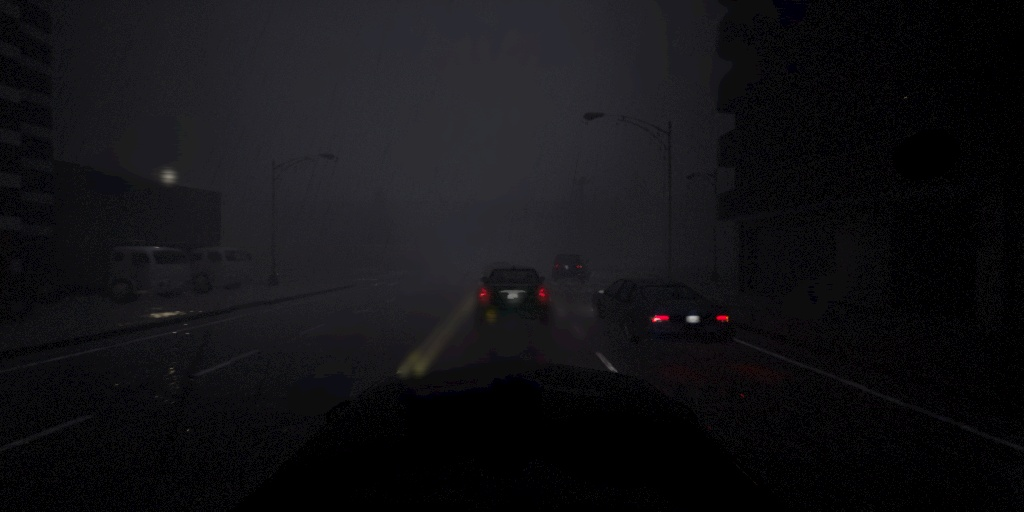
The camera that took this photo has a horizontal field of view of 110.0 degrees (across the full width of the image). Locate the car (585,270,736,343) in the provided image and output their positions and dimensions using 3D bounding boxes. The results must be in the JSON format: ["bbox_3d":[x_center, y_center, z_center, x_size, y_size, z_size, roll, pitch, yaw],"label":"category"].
[{"bbox_3d":[3.548,1.266,9.506,2.033,1.411,5.357,0,0,1],"label":"car"}]

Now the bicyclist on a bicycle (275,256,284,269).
[{"bbox_3d":[-29.414,0.819,45.338,0.582,1.620,1.656,0,1,0],"label":"bicyclist on a bicycle"}]

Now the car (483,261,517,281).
[{"bbox_3d":[-1.073,1.156,29.124,1.812,1.442,4.674,0,0,-15],"label":"car"}]

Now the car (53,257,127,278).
[{"bbox_3d":[-40.492,1.088,34.350,4.674,1.442,1.812,0,0,0],"label":"car"}]

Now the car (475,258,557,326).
[{"bbox_3d":[0.063,1.062,11.580,2.097,1.767,4.553,0,0,0],"label":"car"}]

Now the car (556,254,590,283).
[{"bbox_3d":[4.570,0.866,27.079,2.150,2.045,5.566,-1,0,17],"label":"car"}]

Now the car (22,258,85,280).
[{"bbox_3d":[-40.409,1.103,30.847,4.674,1.442,1.812,0,0,0],"label":"car"}]
